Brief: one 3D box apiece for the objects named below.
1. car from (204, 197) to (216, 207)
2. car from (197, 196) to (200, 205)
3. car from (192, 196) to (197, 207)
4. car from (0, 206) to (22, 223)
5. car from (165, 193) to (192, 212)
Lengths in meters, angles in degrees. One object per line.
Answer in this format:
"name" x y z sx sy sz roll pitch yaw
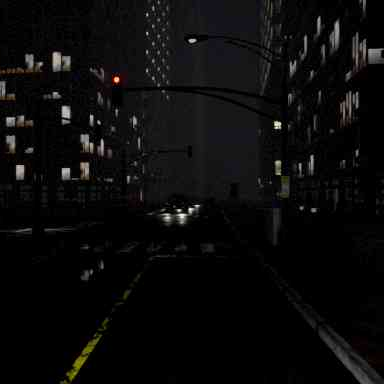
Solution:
"car" 2.824 1.496 51.745 2.033 1.411 5.357 0 0 6
"car" 0.359 1.442 58.118 1.837 1.490 4.892 0 0 7
"car" -0.745 1.436 47.881 1.882 1.535 5.008 0 0 6
"car" -16.573 1.854 27.924 4.403 1.369 2.008 -1 1 10
"car" -1.625 1.195 37.843 2.150 2.045 5.566 0 0 5
